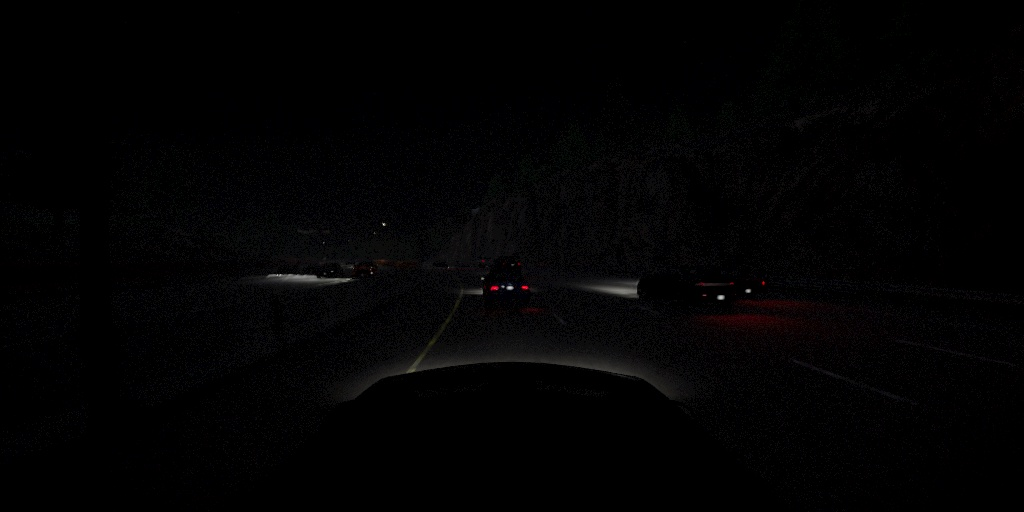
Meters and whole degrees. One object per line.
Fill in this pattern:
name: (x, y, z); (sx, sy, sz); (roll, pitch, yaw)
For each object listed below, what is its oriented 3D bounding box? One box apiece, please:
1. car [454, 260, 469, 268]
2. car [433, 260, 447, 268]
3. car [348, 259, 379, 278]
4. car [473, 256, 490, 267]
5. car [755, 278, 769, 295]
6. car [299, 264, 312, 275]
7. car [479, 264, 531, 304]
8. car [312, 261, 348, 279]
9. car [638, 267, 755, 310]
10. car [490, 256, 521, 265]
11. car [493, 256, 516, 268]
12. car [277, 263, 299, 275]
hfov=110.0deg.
car: (-8.994, 1.382, 63.554); (1.812, 1.442, 4.674); (0, 0, -24)
car: (-12.644, 1.426, 63.166); (1.812, 1.442, 4.674); (0, 0, -24)
car: (-15.080, 1.282, 37.038); (2.097, 1.767, 4.553); (-1, 0, -14)
car: (-5.212, 1.033, 63.796); (2.150, 2.045, 5.566); (0, 0, -23)
car: (10.033, 1.231, 17.771); (1.895, 1.301, 4.718); (-1, 0, -6)
car: (-24.535, 1.643, 44.573); (1.895, 1.301, 4.718); (-1, 0, -18)
car: (-0.371, 1.301, 16.484); (2.033, 1.411, 5.357); (-1, 0, -7)
car: (-18.652, 1.476, 36.914); (1.837, 1.490, 4.892); (-1, 0, -14)
car: (6.716, 1.161, 14.282); (2.128, 1.511, 4.902); (-1, 0, -5)
car: (-0.557, 0.978, 38.467); (2.150, 2.045, 5.566); (0, 0, -14)
car: (-1.404, 0.987, 63.764); (2.150, 2.045, 5.566); (0, 0, -23)
car: (-28.894, 1.657, 46.547); (1.994, 1.385, 4.181); (-1, 0, -19)
